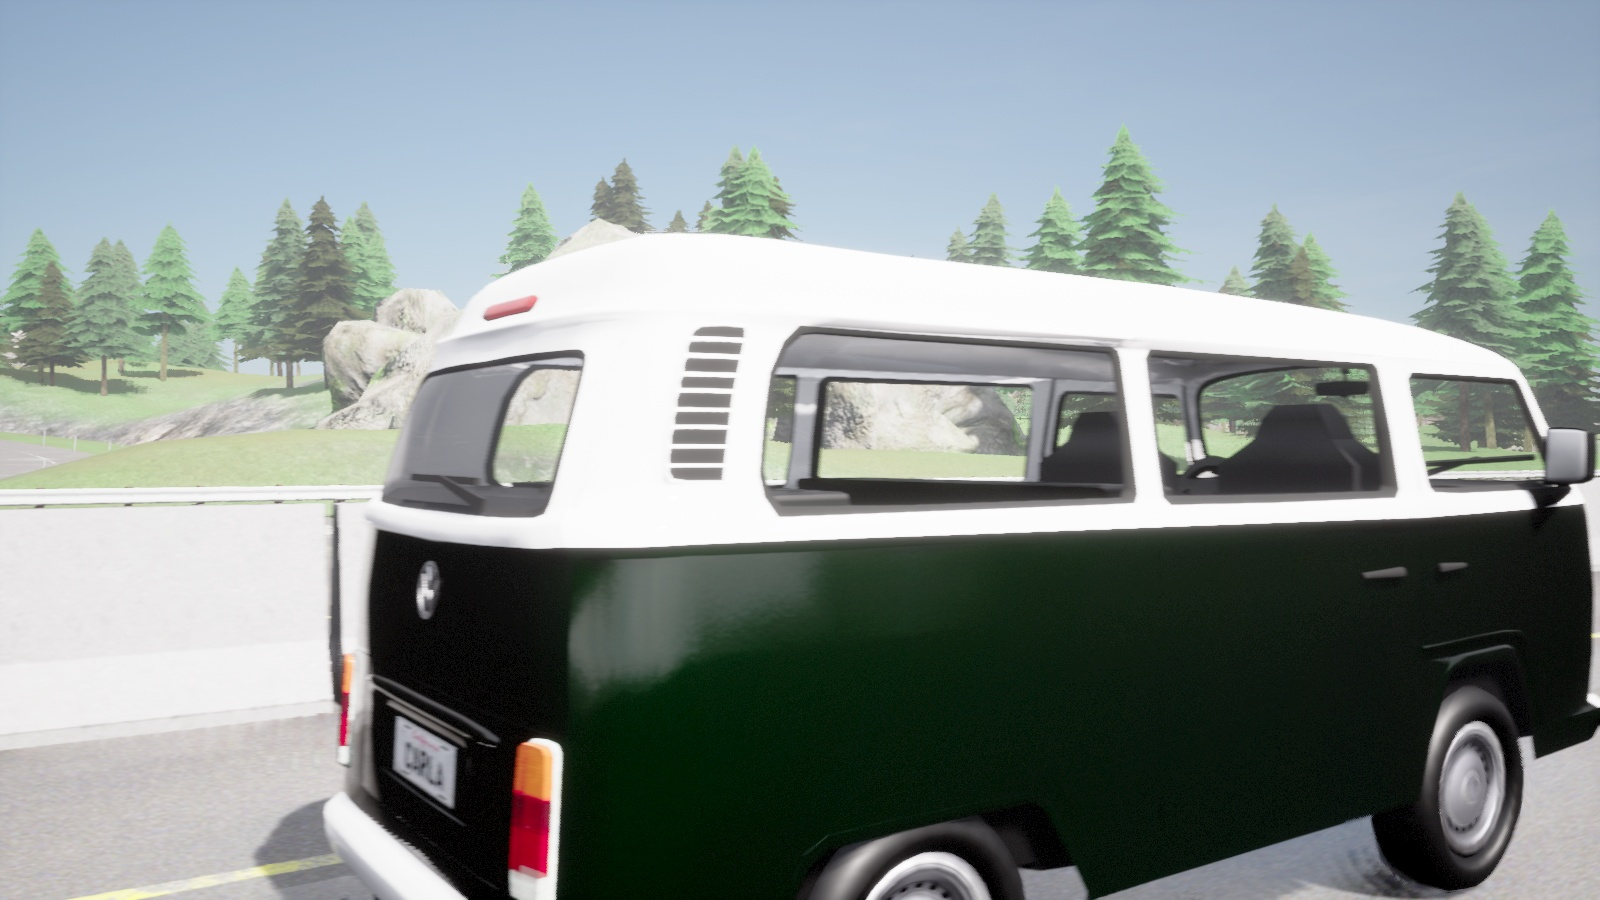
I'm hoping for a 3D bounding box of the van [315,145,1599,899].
[{"bbox_3d":[0.937,0.479,4.312,4.480,2.038,2.069,0,0,-35],"label":"van"}]
